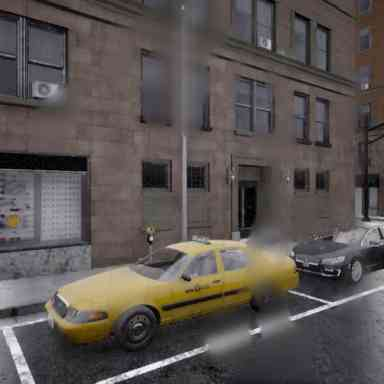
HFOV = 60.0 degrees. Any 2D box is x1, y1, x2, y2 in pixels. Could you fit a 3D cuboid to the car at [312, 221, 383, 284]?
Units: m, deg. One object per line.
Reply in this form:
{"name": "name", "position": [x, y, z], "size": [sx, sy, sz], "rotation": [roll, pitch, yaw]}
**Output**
{"name": "car", "position": [4.585, 1.550, 9.444], "size": [4.403, 1.369, 2.008], "rotation": [0, 0, -35]}

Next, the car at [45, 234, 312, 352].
{"name": "car", "position": [-0.051, 1.525, 6.147], "size": [4.829, 1.417, 1.752], "rotation": [0, 0, -35]}
